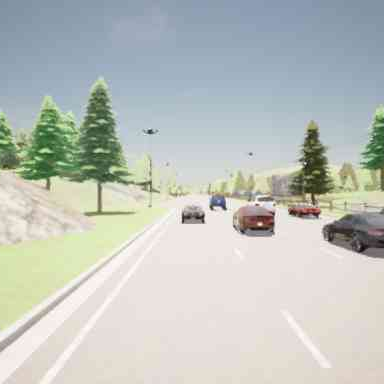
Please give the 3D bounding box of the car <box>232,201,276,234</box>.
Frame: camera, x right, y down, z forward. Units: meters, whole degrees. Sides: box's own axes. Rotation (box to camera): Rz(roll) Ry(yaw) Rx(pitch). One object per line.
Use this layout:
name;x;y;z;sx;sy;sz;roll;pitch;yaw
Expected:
car;3.599;1.570;20.055;1.882;1.535;5.008;0;0;0

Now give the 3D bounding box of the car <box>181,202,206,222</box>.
car;0.098;1.728;27.261;1.895;1.301;4.718;0;0;0

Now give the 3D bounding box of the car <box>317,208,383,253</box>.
car;7.104;1.587;13.851;1.812;1.442;4.674;0;0;0

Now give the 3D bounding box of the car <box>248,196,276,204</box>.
car;7.098;1.380;34.295;2.150;2.045;5.566;0;0;0

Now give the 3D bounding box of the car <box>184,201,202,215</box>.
car;0.100;1.777;37.928;1.895;1.301;4.718;0;0;0

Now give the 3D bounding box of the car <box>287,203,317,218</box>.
car;10.599;1.745;31.874;1.895;1.301;4.718;0;0;0

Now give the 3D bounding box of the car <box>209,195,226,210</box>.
car;3.597;1.439;47.173;2.150;2.045;5.566;0;0;0
